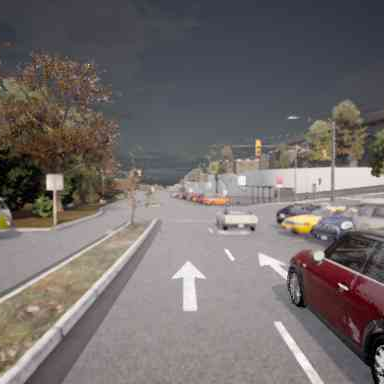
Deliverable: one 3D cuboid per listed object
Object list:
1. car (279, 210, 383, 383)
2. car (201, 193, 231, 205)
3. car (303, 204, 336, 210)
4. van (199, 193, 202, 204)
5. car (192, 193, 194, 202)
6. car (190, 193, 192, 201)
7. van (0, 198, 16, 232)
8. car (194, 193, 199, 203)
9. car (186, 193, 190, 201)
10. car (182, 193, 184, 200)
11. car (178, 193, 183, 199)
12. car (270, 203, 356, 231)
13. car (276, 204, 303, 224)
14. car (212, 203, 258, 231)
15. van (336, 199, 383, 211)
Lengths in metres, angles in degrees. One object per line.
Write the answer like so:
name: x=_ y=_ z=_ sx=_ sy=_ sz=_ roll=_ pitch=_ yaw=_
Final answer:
car: x=3.030 y=1.342 z=5.034 sx=2.097 sy=1.767 sz=4.553 roll=0 pitch=0 yaw=-1
car: x=4.547 y=1.463 z=58.357 sx=4.553 sy=1.767 sz=2.185 roll=0 pitch=0 yaw=-27
car: x=7.561 y=1.329 z=14.613 sx=4.553 sy=1.767 sz=2.185 roll=1 pitch=0 yaw=-22
van: x=4.120 y=1.352 z=61.304 sx=4.442 sy=1.987 sz=1.878 roll=0 pitch=0 yaw=-27
car: x=3.487 y=1.309 z=67.347 sx=5.566 sy=2.045 sz=2.435 roll=0 pitch=0 yaw=-27
car: x=2.837 y=1.540 z=73.378 sx=5.366 sy=1.575 sz=1.946 roll=0 pitch=0 yaw=-28
van: x=-10.716 y=1.256 z=15.502 sx=4.442 sy=1.987 sz=1.878 roll=-1 pitch=0 yaw=-22
car: x=3.825 y=1.318 z=64.328 sx=5.566 sy=2.045 sz=2.435 roll=1 pitch=0 yaw=-27
car: x=2.299 y=1.282 z=76.282 sx=5.566 sy=2.045 sz=2.435 roll=0 pitch=0 yaw=-28
car: x=0.635 y=1.383 z=88.150 sx=4.553 sy=1.767 sz=2.185 roll=1 pitch=0 yaw=-28
car: x=-0.119 y=1.258 z=94.130 sx=5.566 sy=2.045 sz=2.435 roll=1 pitch=0 yaw=-28
car: x=7.491 y=1.479 z=20.603 sx=4.792 sy=1.488 sz=2.163 roll=1 pitch=0 yaw=-23
car: x=7.256 y=1.444 z=17.551 sx=5.366 sy=1.575 sz=1.946 roll=1 pitch=0 yaw=-22
car: x=2.606 y=1.569 z=20.442 sx=1.895 sy=1.301 sz=4.718 roll=0 pitch=0 yaw=-2
van: x=7.510 y=1.232 z=11.538 sx=4.442 sy=1.987 sz=1.878 roll=1 pitch=0 yaw=-22
